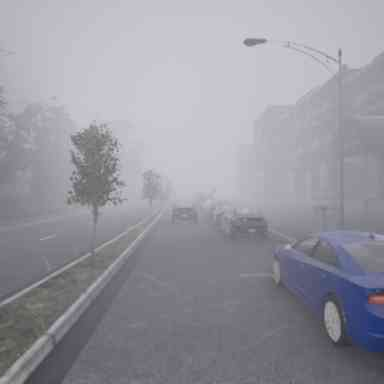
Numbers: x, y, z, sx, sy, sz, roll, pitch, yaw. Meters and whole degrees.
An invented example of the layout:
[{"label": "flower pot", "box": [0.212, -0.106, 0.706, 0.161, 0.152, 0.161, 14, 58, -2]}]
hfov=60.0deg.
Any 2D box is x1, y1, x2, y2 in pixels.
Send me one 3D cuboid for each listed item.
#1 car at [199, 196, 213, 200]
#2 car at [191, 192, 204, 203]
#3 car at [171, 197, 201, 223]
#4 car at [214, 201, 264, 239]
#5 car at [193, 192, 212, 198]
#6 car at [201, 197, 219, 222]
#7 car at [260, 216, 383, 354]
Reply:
[{"label": "car", "box": [2.097, 1.479, 33.966, 2.002, 1.452, 4.674, 0, 0, -2]}, {"label": "car", "box": [1.043, 1.047, 67.257, 2.435, 2.045, 5.566, 0, 0, -2]}, {"label": "car", "box": [-0.588, 1.455, 25.386, 1.882, 1.535, 5.008, 0, 0, -2]}, {"label": "car", "box": [2.621, 1.471, 17.330, 2.231, 1.521, 4.892, 0, 0, -2]}, {"label": "car", "box": [1.745, 1.152, 45.083, 2.435, 2.045, 5.566, 0, 0, -2]}, {"label": "car", "box": [2.269, 1.481, 28.453, 2.163, 1.488, 4.792, 0, 0, -2]}, {"label": "car", "box": [2.967, 1.479, 6.343, 2.097, 1.535, 5.008, 0, 0, -1]}]
